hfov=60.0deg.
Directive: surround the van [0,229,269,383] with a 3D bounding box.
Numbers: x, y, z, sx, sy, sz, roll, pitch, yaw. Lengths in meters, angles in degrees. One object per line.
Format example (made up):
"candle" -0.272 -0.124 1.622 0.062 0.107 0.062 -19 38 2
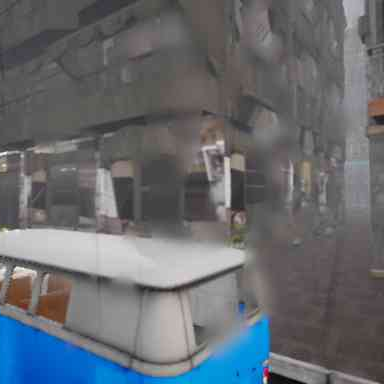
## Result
"van" -1.180 1.368 3.577 3.998 1.788 1.690 -1 -1 36
